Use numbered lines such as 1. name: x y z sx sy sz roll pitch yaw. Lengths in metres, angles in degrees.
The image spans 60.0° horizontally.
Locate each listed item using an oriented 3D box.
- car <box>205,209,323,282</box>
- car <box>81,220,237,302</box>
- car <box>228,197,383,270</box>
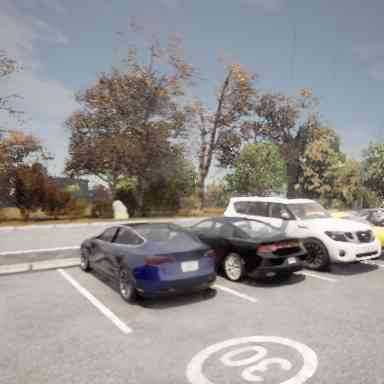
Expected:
1. car: 1.009 1.458 9.941 2.097 1.535 5.008 0 0 -33
2. car: -1.325 1.483 8.438 2.163 1.488 4.792 0 0 -33
3. car: 3.338 1.212 11.453 2.435 2.045 5.566 0 0 -33
